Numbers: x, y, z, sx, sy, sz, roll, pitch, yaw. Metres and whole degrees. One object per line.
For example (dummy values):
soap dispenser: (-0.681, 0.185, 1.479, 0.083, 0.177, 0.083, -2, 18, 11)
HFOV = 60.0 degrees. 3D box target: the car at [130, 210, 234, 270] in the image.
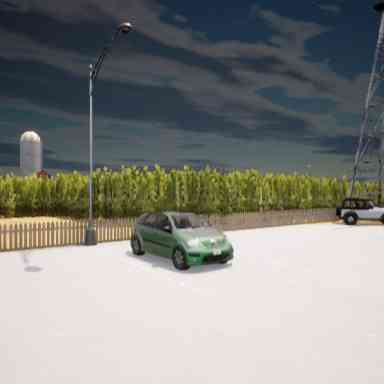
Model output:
car: (-0.453, 1.447, 10.968, 1.851, 1.617, 3.988, 0, 0, -36)

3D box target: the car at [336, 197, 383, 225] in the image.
car: (11.893, 1.323, 22.668, 3.866, 1.878, 1.905, 0, 0, 23)
